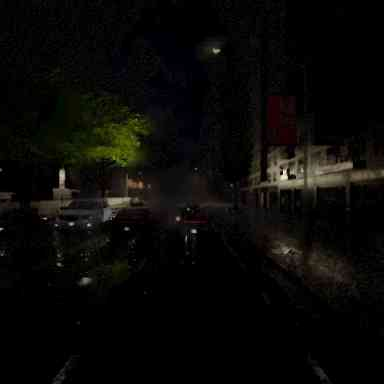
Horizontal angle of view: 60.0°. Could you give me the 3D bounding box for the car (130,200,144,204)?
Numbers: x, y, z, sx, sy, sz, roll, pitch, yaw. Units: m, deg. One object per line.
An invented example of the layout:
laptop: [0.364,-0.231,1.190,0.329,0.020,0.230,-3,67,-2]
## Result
car: [-9.828,2.090,59.396,1.994,1.385,4.181,0,0,0]

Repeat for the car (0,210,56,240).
car: [-9.860,1.725,18.558,2.033,1.411,5.357,0,-1,0]

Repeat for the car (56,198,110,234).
car: [-6.611,1.421,20.982,2.150,2.045,5.566,0,-1,0]

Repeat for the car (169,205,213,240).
car: [0.091,1.666,18.127,2.128,1.511,4.902,0,-1,0]

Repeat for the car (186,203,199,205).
car: [0.080,1.969,40.304,1.895,1.301,4.718,0,-1,0]

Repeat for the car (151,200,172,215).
car: [-3.169,1.888,37.078,2.033,1.411,5.357,0,0,0]

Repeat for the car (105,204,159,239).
car: [-3.160,1.655,18.568,1.882,1.535,5.008,0,-1,0]
